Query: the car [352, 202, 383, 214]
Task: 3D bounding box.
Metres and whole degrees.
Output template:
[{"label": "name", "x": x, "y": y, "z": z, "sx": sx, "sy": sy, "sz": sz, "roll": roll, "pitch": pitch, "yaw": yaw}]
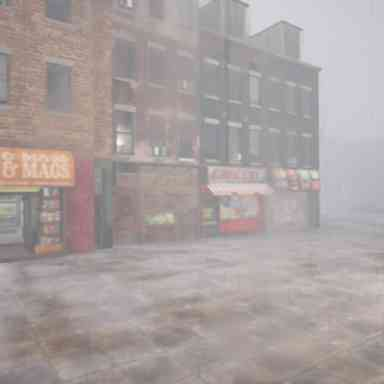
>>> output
[{"label": "car", "x": 22.024, "y": 1.972, "z": 40.908, "sx": 1.994, "sy": 1.385, "sz": 4.181, "roll": -1, "pitch": 1, "yaw": -35}]
